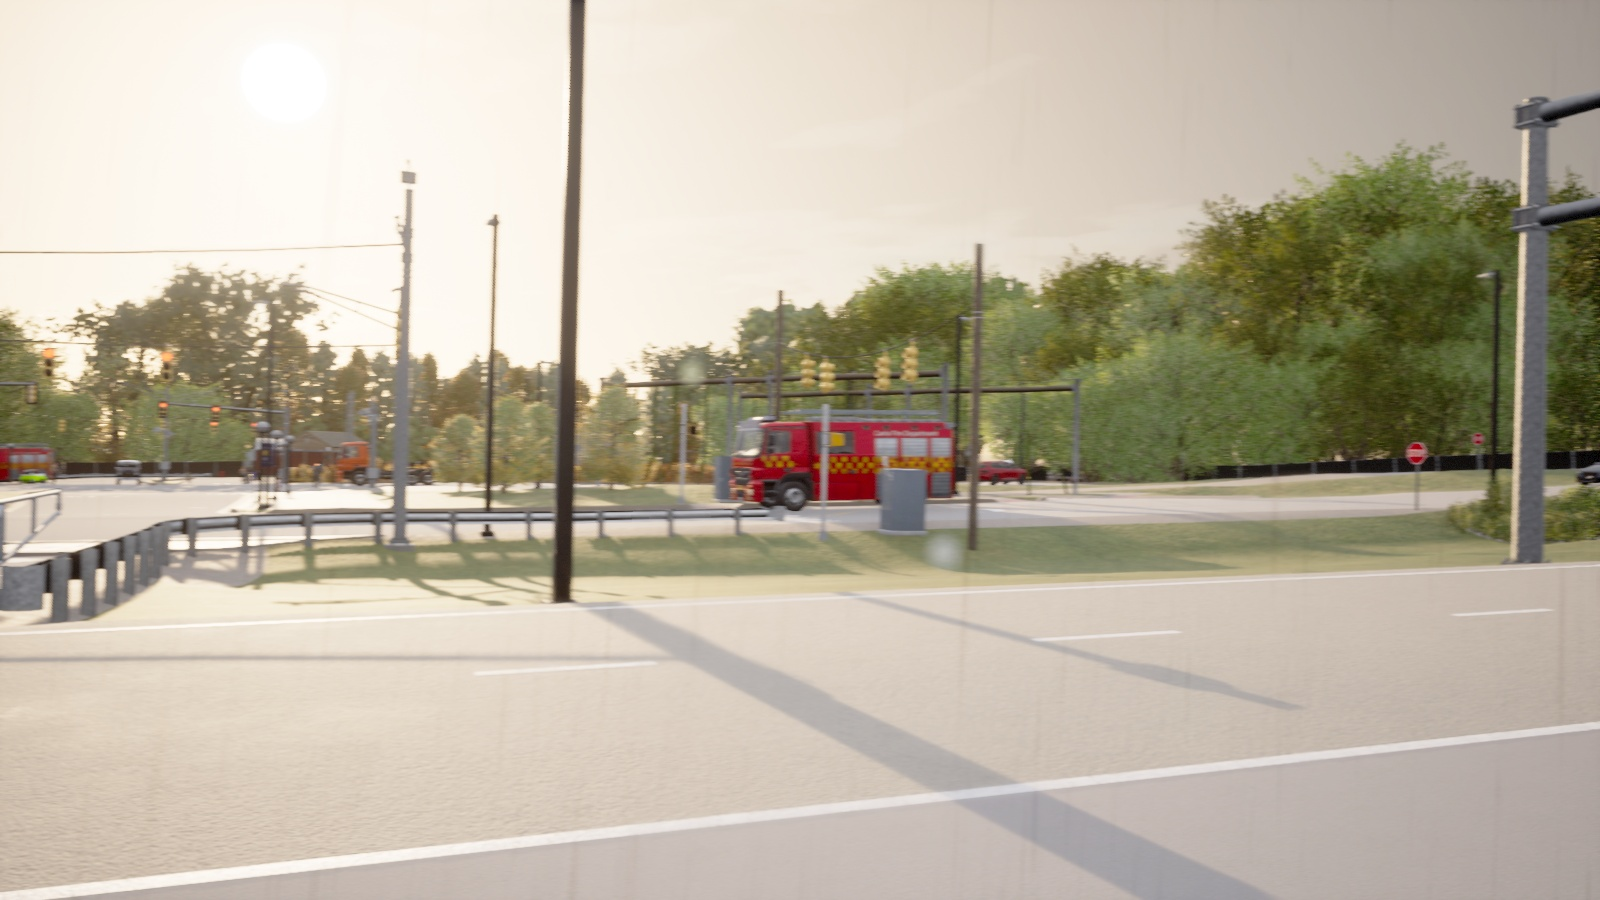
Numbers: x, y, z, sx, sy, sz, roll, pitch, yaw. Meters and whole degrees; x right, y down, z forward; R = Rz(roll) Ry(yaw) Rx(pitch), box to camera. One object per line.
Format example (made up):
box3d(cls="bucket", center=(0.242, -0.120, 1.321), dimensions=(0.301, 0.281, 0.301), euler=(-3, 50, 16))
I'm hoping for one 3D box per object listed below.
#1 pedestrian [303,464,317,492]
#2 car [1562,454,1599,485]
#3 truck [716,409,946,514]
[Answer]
box3d(cls="pedestrian", center=(-35.020, 1.979, 89.742), dimensions=(0.659, 1.952, 0.873), euler=(2, -1, -38))
box3d(cls="car", center=(40.395, 0.906, 62.530), dimensions=(4.181, 1.385, 1.994), euler=(-2, 1, -21))
box3d(cls="truck", center=(1.225, 0.376, 48.750), dimensions=(8.468, 3.827, 2.891), euler=(0, 0, -22))
